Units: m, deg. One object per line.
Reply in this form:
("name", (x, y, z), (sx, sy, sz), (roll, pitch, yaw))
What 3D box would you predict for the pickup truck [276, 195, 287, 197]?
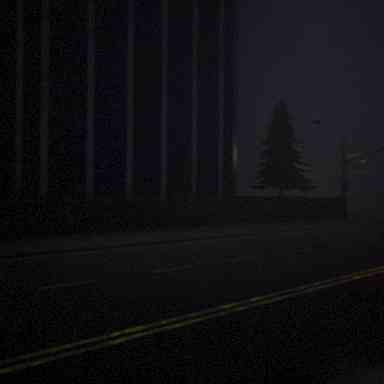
("pickup truck", (20.505, 1.714, 76.249), (2.390, 2.098, 6.274), (1, 0, -6))
